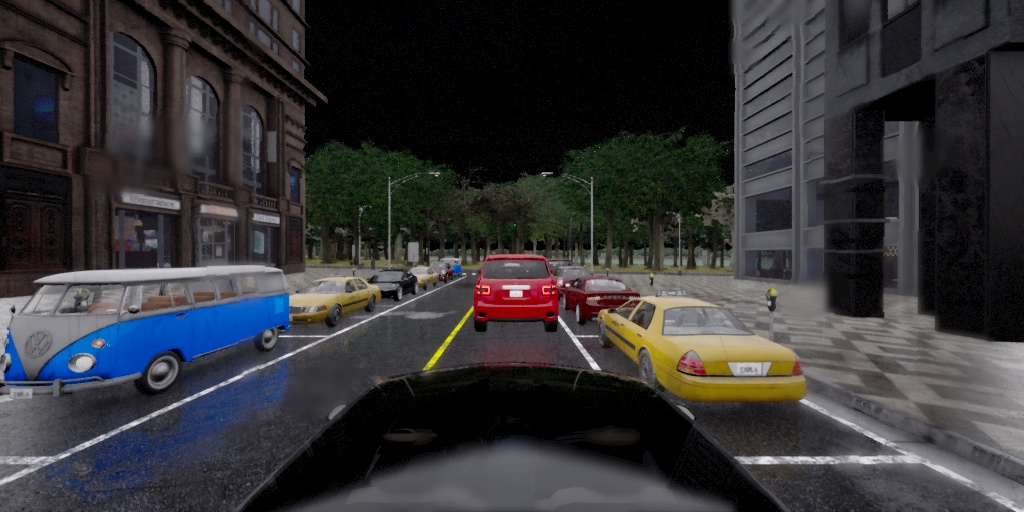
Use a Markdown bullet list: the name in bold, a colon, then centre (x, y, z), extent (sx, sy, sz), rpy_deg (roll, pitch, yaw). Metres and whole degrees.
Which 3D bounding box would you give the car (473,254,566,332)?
- **car**: centre (0.103, 0.972, 11.006), extent (2.150, 2.045, 5.566), rpy_deg (0, 0, 0)

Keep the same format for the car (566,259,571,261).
- **car**: centre (2.763, 1.066, 22.623), extent (2.192, 1.841, 5.009), rpy_deg (0, 0, 0)

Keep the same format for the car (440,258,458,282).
- **car**: centre (-5.762, 1.193, 28.061), extent (1.967, 1.591, 4.097), rpy_deg (0, 0, 0)

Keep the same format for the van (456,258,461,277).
- **van**: centre (-5.761, 1.095, 33.499), extent (1.690, 1.789, 3.998), rpy_deg (0, 0, 0)

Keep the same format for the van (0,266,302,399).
- **van**: centre (-5.763, 1.091, 6.311), extent (1.690, 1.789, 3.998), rpy_deg (0, 0, 0)

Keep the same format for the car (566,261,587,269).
- **car**: centre (2.763, 1.191, 17.185), extent (1.967, 1.591, 4.097), rpy_deg (0, 0, 0)

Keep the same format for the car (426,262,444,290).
- **car**: centre (-5.762, 1.277, 22.454), extent (1.751, 1.417, 4.829), rpy_deg (0, 0, 0)

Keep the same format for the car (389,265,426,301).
- **car**: centre (-5.762, 1.316, 17.186), extent (1.948, 1.339, 4.313), rpy_deg (0, 0, 0)

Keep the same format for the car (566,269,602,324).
- **car**: centre (2.763, 1.295, 11.748), extent (1.888, 1.381, 4.507), rpy_deg (0, 0, 0)

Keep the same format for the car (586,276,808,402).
- **car**: centre (2.762, 1.275, 6.480), extent (1.751, 1.417, 4.829), rpy_deg (0, 0, 0)

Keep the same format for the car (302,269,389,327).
- **car**: centre (-5.763, 1.275, 11.579), extent (1.751, 1.417, 4.829), rpy_deg (0, 0, 0)
